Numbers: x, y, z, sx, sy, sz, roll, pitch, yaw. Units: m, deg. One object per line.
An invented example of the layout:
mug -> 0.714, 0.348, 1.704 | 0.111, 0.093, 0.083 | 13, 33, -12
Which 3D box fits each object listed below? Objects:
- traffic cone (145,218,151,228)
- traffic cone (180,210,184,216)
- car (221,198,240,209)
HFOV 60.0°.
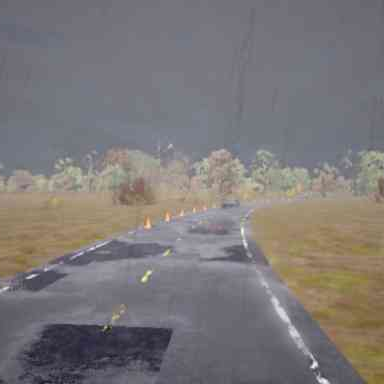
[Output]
traffic cone -> -2.685, 1.904, 20.492 | 0.340, 0.580, 0.340 | 0, 0, 8
traffic cone -> -0.898, 1.882, 30.514 | 0.340, 0.580, 0.340 | 0, 0, 12
car -> 5.097, 1.463, 43.921 | 1.994, 1.385, 4.181 | 0, 0, 18
